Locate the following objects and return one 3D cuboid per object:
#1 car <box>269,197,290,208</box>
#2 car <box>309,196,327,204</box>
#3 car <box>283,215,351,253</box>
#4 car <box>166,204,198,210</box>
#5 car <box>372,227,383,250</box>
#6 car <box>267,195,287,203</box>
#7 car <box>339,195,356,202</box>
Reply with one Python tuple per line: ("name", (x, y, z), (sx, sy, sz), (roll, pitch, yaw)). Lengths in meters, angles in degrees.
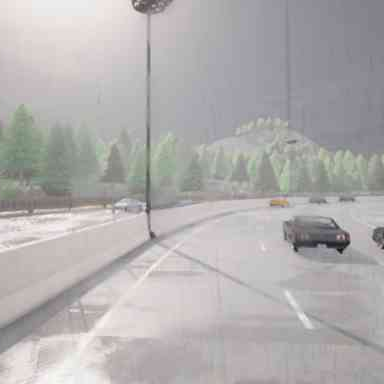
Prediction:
("car", (13.082, 1.464, 49.539), (1.882, 1.535, 5.008), (0, 0, 32))
("car", (23.404, 1.498, 61.696), (2.128, 1.511, 4.902), (0, 0, 44))
("car", (4.898, 1.602, 13.801), (1.895, 1.301, 4.718), (0, 0, 9))
("car", (-0.577, 1.478, 34.471), (1.812, 1.442, 4.674), (0, 0, 21))
("car", (8.019, 1.564, 11.283), (2.033, 1.411, 5.357), (0, 0, 8))
("car", (18.342, 1.483, 71.587), (2.033, 1.411, 5.357), (0, 0, 41))
("car", (33.490, 1.439, 71.692), (4.892, 1.490, 1.837), (0, 0, -38))
